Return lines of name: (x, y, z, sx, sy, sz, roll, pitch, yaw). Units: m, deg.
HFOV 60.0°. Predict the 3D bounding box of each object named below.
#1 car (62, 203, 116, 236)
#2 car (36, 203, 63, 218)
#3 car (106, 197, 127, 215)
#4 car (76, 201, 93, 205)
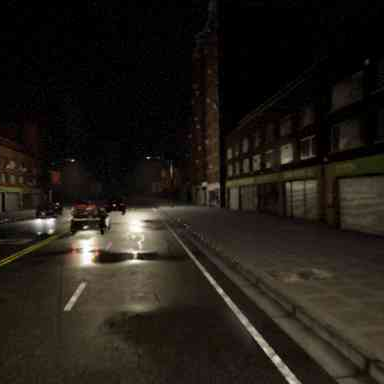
car: (-6.053, 1.706, 20.206, 2.128, 1.511, 4.902, -1, 0, -9)
car: (-15.092, 1.945, 35.472, 2.128, 1.511, 4.902, -1, 0, -8)
car: (-8.834, 1.589, 38.821, 2.150, 2.045, 5.566, -1, 0, -9)
car: (-12.025, 1.763, 36.955, 2.097, 1.767, 4.553, -1, 0, -8)
